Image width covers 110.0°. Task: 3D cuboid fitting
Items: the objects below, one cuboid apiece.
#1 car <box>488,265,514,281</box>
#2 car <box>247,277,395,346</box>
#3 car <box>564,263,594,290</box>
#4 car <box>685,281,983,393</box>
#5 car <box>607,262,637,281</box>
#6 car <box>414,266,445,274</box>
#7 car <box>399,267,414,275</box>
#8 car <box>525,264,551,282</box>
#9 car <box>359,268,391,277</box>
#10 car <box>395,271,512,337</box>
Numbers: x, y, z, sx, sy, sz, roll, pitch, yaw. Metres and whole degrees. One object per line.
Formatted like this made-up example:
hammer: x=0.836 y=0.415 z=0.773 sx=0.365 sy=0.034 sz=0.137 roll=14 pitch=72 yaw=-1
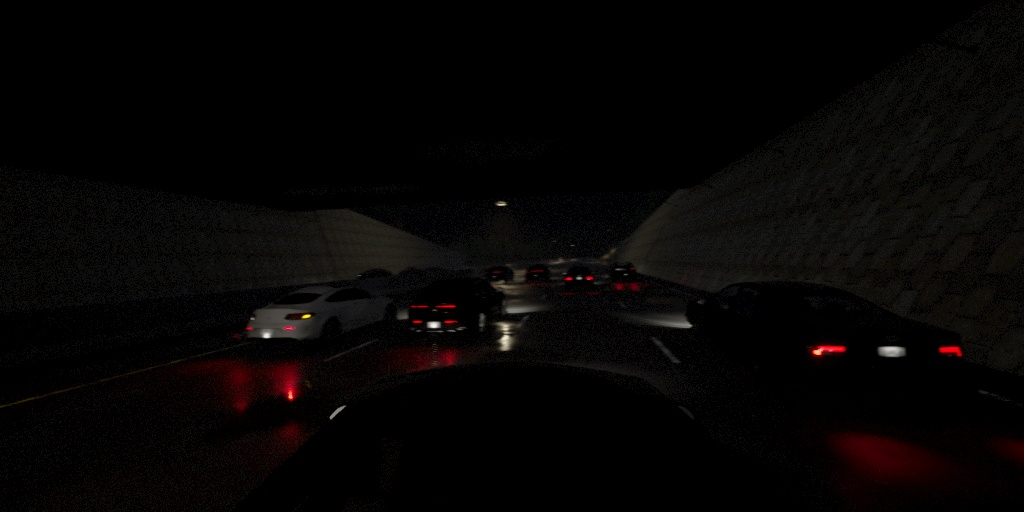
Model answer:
car: x=-1.063 y=1.602 z=32.694 sx=1.882 sy=1.535 sz=5.008 roll=-2 pitch=-1 yaw=10
car: x=-5.113 y=1.552 z=10.350 sx=1.812 sy=1.442 sz=4.674 roll=-2 pitch=-1 yaw=10
car: x=4.383 y=1.377 z=23.479 sx=2.033 sy=1.411 sz=5.357 roll=-2 pitch=-1 yaw=10
car: x=4.883 y=1.177 z=6.658 sx=2.033 sy=1.411 sz=5.357 roll=-2 pitch=-1 yaw=10
car: x=9.036 y=1.222 z=29.570 sx=2.128 sy=1.511 sz=4.902 roll=-2 pitch=-1 yaw=10
car: x=-9.806 y=2.040 z=44.283 sx=1.882 sy=1.535 sz=5.008 roll=-2 pitch=-1 yaw=11
car: x=-12.959 y=2.191 z=46.457 sx=2.128 sy=1.511 sz=4.902 roll=-2 pitch=-1 yaw=11
car: x=2.375 y=1.472 z=32.046 sx=1.882 sy=1.535 sz=5.008 roll=-2 pitch=-1 yaw=10
car: x=-16.904 y=2.293 z=44.374 sx=1.882 sy=1.535 sz=5.008 roll=-2 pitch=-1 yaw=10
car: x=-1.445 y=1.407 z=10.970 sx=1.837 sy=1.490 sz=4.892 roll=-2 pitch=-1 yaw=10
